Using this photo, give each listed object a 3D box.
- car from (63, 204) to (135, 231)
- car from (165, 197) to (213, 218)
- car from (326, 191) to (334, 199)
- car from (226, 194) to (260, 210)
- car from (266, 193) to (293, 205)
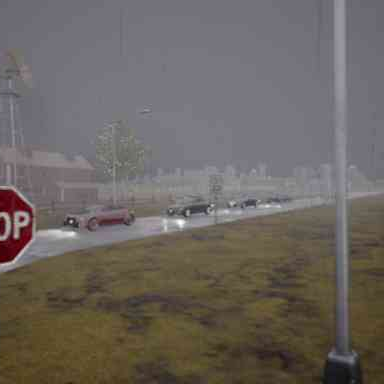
[{"bbox_3d":[-5.369,1.391,19.601,1.994,1.385,4.181,1,2,36],"label":"car"},{"bbox_3d":[-0.175,1.155,26.768,1.837,1.490,4.892,1,2,36],"label":"car"},{"bbox_3d":[23.235,0.492,54.201,1.994,1.385,4.181,1,2,36],"label":"car"},{"bbox_3d":[5.323,0.950,34.378,2.128,1.511,4.902,1,2,36],"label":"car"},{"bbox_3d":[11.216,0.851,42.510,1.895,1.301,4.718,1,2,36],"label":"car"}]
